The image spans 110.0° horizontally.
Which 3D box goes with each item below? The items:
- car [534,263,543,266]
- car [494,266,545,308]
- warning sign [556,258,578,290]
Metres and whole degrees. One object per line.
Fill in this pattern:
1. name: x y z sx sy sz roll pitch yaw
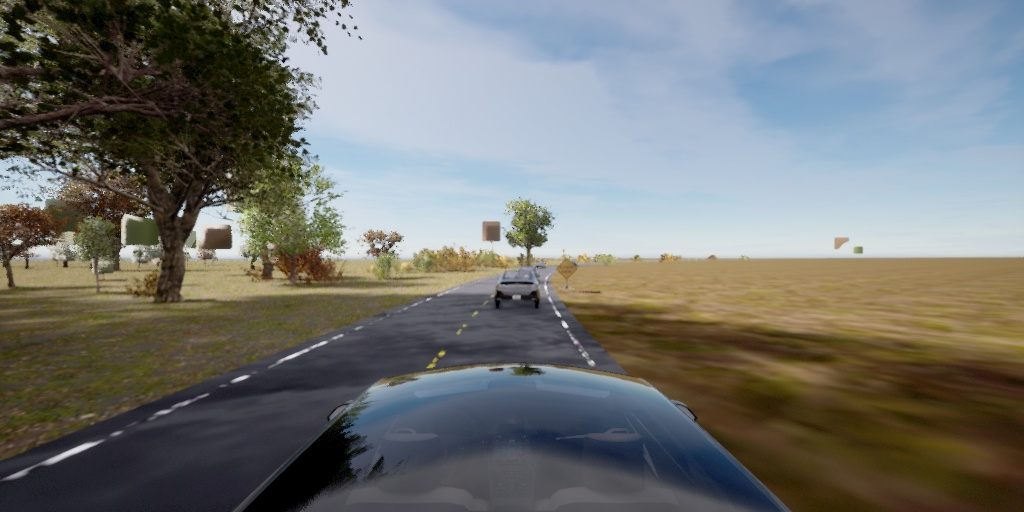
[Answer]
1. car: 1.369 1.580 30.930 1.994 1.385 4.181 0 0 6
2. car: 0.294 1.375 16.057 2.128 1.511 4.902 0 0 3
3. warning sign: 3.220 1.045 21.131 1.300 1.860 1.060 0 0 4
